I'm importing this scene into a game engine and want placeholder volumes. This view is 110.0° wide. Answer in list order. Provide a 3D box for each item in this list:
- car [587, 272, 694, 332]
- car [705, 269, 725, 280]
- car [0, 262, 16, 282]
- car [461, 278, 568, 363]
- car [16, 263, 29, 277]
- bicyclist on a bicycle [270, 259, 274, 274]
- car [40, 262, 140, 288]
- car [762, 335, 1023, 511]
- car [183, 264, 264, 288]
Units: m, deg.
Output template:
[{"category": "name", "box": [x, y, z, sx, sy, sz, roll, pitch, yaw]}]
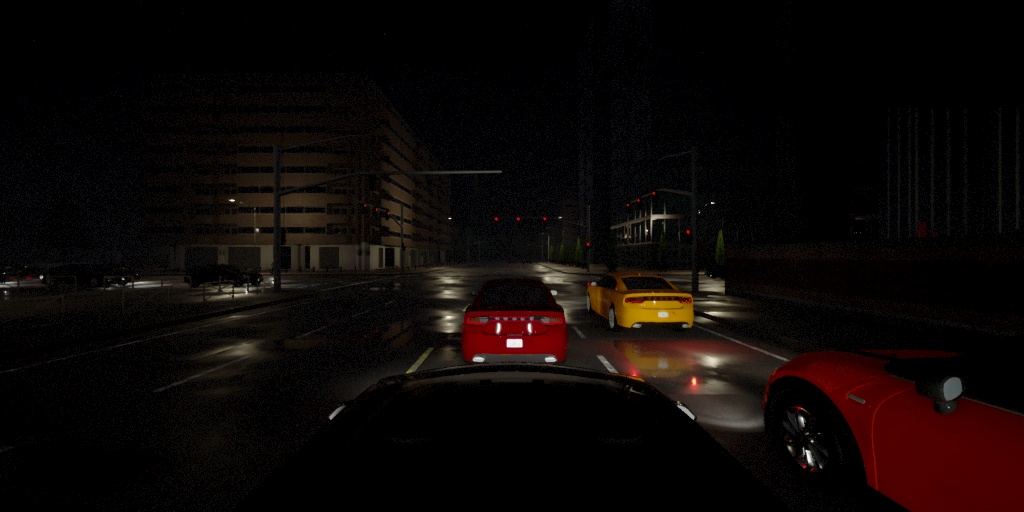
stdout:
[{"category": "car", "box": [3.579, 1.228, 10.918, 1.882, 1.535, 5.008, 0, 0, 0]}, {"category": "car", "box": [19.527, 1.406, 31.220, 4.718, 1.301, 1.895, 0, 0, 0]}, {"category": "car", "box": [-42.245, 1.331, 27.780, 4.674, 1.442, 1.812, 0, 0, 0]}, {"category": "car", "box": [0.060, 1.228, 8.144, 1.882, 1.535, 5.008, 0, 0, 0]}, {"category": "car", "box": [-50.342, 1.297, 34.947, 4.902, 1.511, 2.128, 0, 0, 1]}, {"category": "bicyclist on a bicycle", "box": [-25.531, 1.106, 38.680, 0.582, 1.620, 1.656, 0, 0, 0]}, {"category": "car", "box": [-28.665, 1.310, 24.210, 4.892, 1.490, 1.837, 0, 0, 0]}, {"category": "car", "box": [3.600, 1.102, 1.772, 2.097, 1.767, 4.553, 0, 0, 0]}, {"category": "car", "box": [-19.425, 1.331, 24.192, 4.674, 1.442, 1.812, 0, 0, 0]}]
